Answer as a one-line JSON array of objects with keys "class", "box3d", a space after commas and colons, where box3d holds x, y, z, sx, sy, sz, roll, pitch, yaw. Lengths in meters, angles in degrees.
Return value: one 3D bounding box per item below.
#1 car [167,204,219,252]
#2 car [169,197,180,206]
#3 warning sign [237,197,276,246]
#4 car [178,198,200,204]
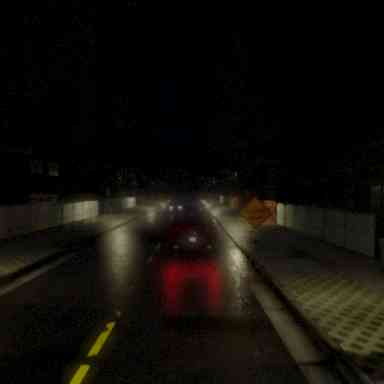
[{"class": "car", "box3d": [0.051, 1.483, 14.036, 1.882, 1.535, 5.008, 0, 0, 0]}, {"class": "car", "box3d": [-2.827, 1.553, 57.300, 1.812, 1.442, 4.674, 0, 0, 0]}, {"class": "warning sign", "box3d": [2.510, 1.121, 13.066, 1.300, 1.860, 1.060, 0, 0, 0]}, {"class": "car", "box3d": [0.045, 1.538, 28.626, 1.812, 1.442, 4.674, 0, 0, 0]}]
